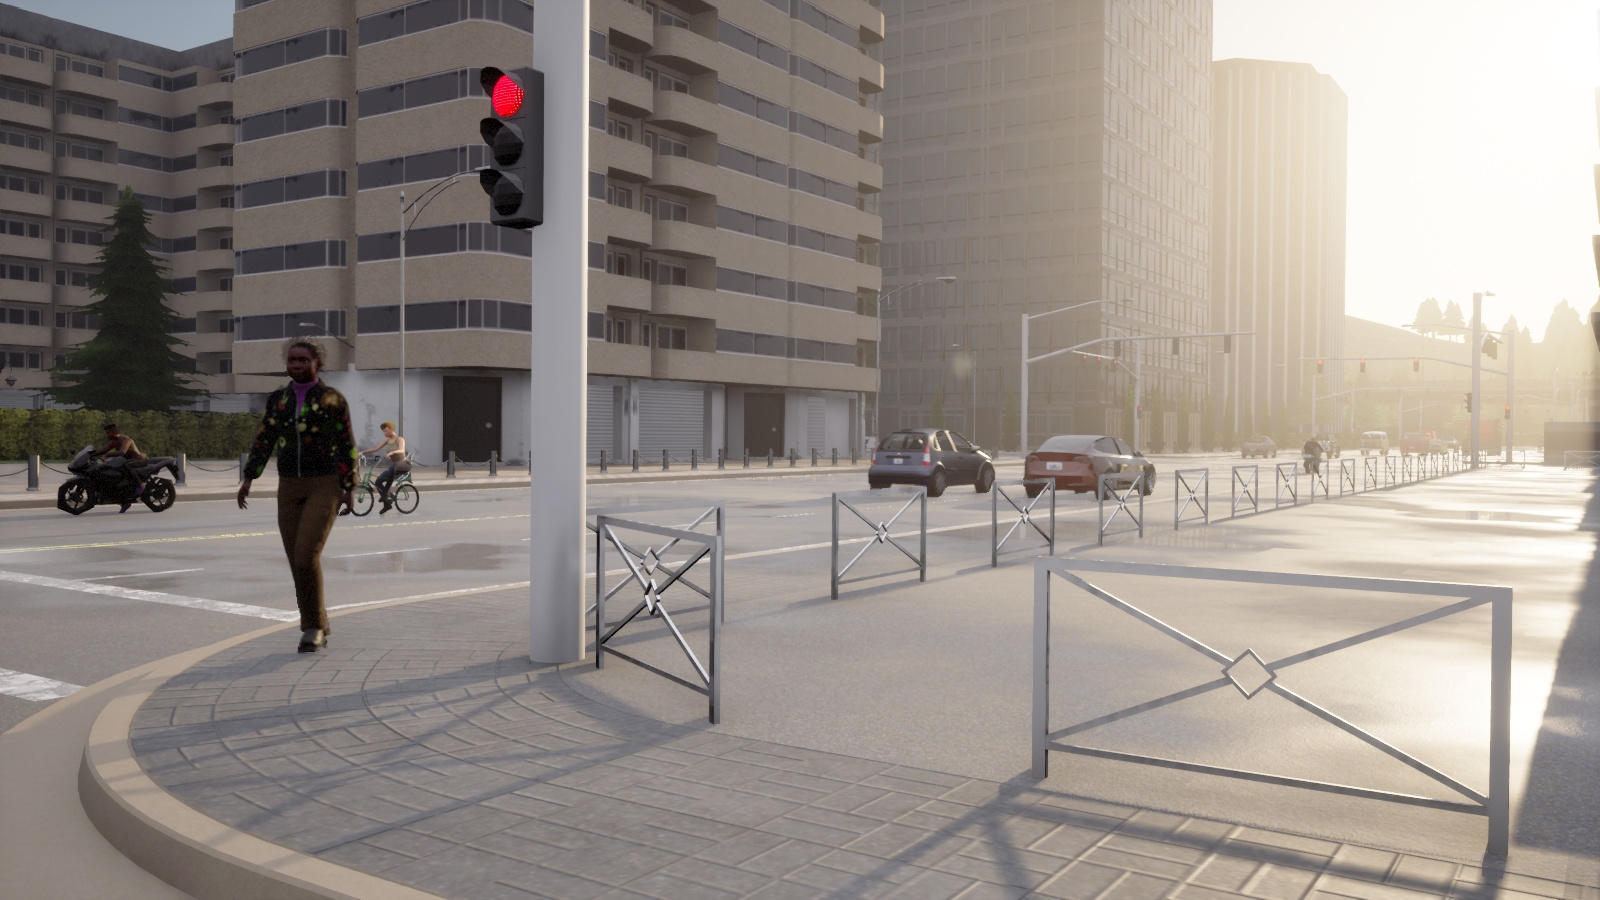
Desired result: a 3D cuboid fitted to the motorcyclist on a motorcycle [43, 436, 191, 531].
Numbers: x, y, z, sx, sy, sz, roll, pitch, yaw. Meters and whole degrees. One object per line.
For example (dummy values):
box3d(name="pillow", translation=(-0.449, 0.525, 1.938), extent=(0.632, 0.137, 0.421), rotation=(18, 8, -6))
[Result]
box3d(name="motorcyclist on a motorcycle", translation=(-11.444, 0.530, 21.109), extent=(0.797, 1.523, 2.044), rotation=(0, 0, 33))

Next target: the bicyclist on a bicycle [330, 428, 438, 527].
box3d(name="bicyclist on a bicycle", translation=(-7.076, 0.440, 21.409), extent=(0.866, 1.612, 1.509), rotation=(0, 1, 33))

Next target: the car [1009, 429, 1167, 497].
box3d(name="car", translation=(7.000, 0.256, 30.164), extent=(2.163, 1.488, 4.792), rotation=(0, 1, 33))

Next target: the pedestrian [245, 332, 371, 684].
box3d(name="pedestrian", translation=(-2.816, 0.316, 7.225), extent=(0.395, 1.930, 0.692), rotation=(0, 1, 3))

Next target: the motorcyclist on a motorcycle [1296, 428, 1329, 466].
box3d(name="motorcyclist on a motorcycle", translation=(21.192, -0.134, 51.921), extent=(0.866, 1.530, 2.191), rotation=(0, 1, 33))

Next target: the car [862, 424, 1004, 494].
box3d(name="car", translation=(3.346, 0.176, 30.970), extent=(1.851, 1.617, 3.988), rotation=(0, 1, 33))

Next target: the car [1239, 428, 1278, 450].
box3d(name="car", translation=(32.145, -0.781, 87.929), extent=(1.789, 1.549, 3.705), rotation=(0, 1, 33))

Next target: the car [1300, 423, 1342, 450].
box3d(name="car", translation=(36.743, -0.994, 88.571), extent=(1.932, 1.855, 4.605), rotation=(0, 1, 33))
